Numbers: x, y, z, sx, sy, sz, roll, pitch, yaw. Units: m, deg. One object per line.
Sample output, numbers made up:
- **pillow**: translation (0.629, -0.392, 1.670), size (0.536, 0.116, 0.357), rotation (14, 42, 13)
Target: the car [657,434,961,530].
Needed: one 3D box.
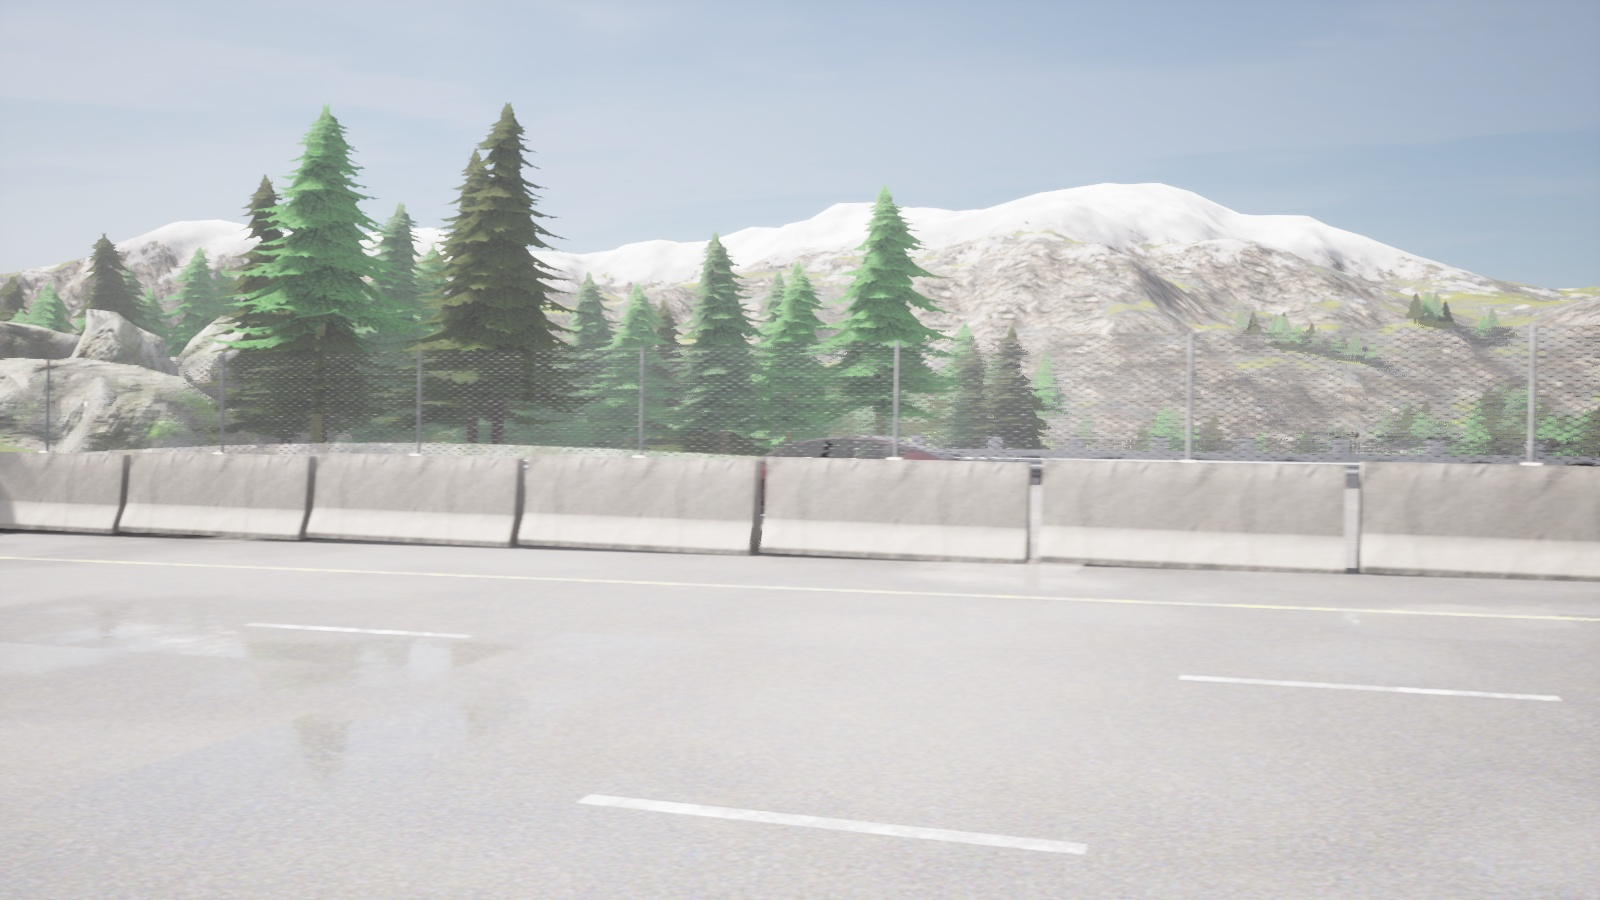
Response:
- **car**: translation (0.189, 0.480, 21.592), size (4.792, 1.488, 2.163), rotation (1, 1, 19)
